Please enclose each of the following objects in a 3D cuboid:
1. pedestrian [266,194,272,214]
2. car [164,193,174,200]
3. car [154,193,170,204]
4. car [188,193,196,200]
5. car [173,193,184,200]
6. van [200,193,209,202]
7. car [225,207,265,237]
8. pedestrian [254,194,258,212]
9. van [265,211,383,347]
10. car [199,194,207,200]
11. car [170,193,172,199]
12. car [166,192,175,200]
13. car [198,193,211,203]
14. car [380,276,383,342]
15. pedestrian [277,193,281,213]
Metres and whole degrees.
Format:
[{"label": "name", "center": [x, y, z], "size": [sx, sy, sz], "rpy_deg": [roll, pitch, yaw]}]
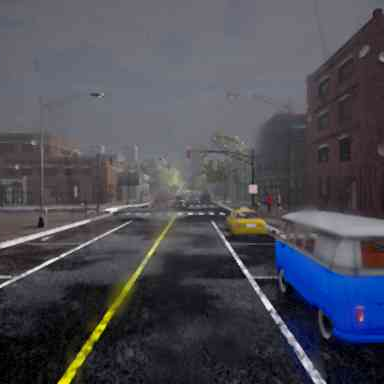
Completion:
[{"label": "pedestrian", "center": [7.139, 1.047, 30.691], "size": [0.375, 1.860, 0.375], "rpy_deg": [-1, 1, 0]}, {"label": "car", "center": [-5.684, 1.074, 82.985], "size": [2.192, 1.841, 5.009], "rpy_deg": [-1, 0, 0]}, {"label": "car", "center": [-5.686, 1.139, 60.808], "size": [2.192, 1.841, 5.009], "rpy_deg": [-1, 0, 0]}, {"label": "car", "center": [0.010, 1.269, 86.796], "size": [2.128, 1.511, 4.902], "rpy_deg": [0, 0, 0]}, {"label": "car", "center": [-2.990, 1.318, 80.594], "size": [1.994, 1.385, 4.181], "rpy_deg": [0, 0, 0]}, {"label": "van", "center": [2.696, 1.133, 71.895], "size": [1.690, 1.788, 3.998], "rpy_deg": [-1, 0, 0]}, {"label": "car", "center": [2.690, 1.475, 17.384], "size": [1.752, 1.417, 4.829], "rpy_deg": [-1, 0, 0]}, {"label": "pedestrian", "center": [6.139, 1.050, 31.891], "size": [0.375, 1.860, 0.375], "rpy_deg": [-1, 1, 0]}, {"label": "van", "center": [2.686, 1.323, 6.117], "size": [1.690, 1.788, 3.998], "rpy_deg": [-1, 0, 0]}, {"label": "car", "center": [2.699, 1.310, 82.984], "size": [2.008, 1.369, 4.403], "rpy_deg": [-1, 0, 0]}, {"label": "car", "center": [-5.684, 1.353, 66.353], "size": [1.887, 1.381, 4.507], "rpy_deg": [-1, 0, 0]}, {"label": "car", "center": [-5.683, 1.058, 88.528], "size": [2.192, 1.841, 5.009], "rpy_deg": [-1, 0, 0]}, {"label": "car", "center": [2.695, 1.123, 66.352], "size": [2.192, 1.841, 5.009], "rpy_deg": [-1, 0, 0]}, {"label": "car", "center": [2.688, 1.523, 0.739], "size": [1.752, 1.417, 4.829], "rpy_deg": [-1, 0, 0]}, {"label": "pedestrian", "center": [8.139, 1.032, 31.291], "size": [0.375, 1.860, 0.375], "rpy_deg": [-1, 1, 0]}]
